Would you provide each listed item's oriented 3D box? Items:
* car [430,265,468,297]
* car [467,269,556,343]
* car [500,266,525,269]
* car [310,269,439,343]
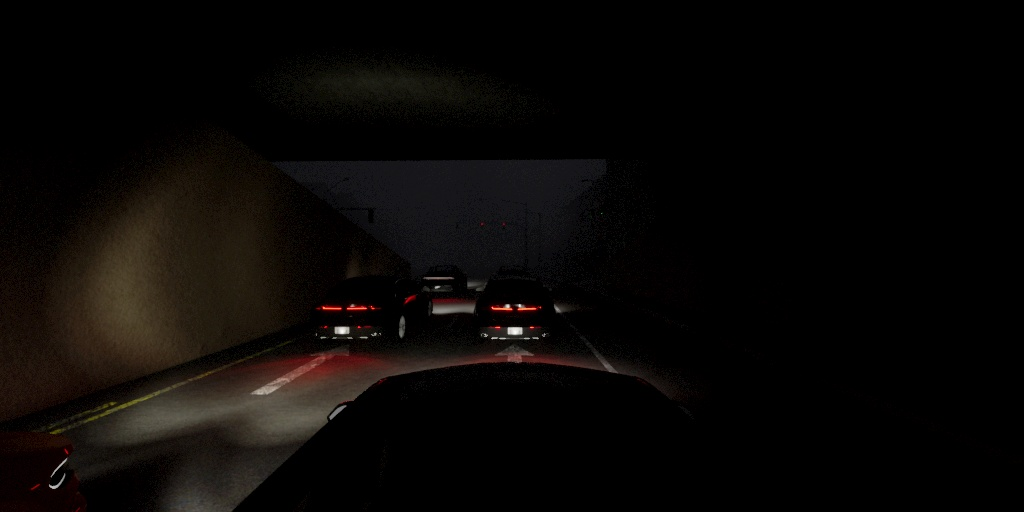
[{"bbox_3d":[-3.481,1.242,18.984,2.128,1.511,4.902,0,0,-1],"label":"car"},{"bbox_3d":[0.054,1.255,9.609,1.837,1.490,4.892,0,0,0],"label":"car"},{"bbox_3d":[0.015,1.255,19.019,1.837,1.490,4.892,0,0,0],"label":"car"},{"bbox_3d":[-3.446,1.255,9.667,1.837,1.490,4.892,0,0,0],"label":"car"}]
